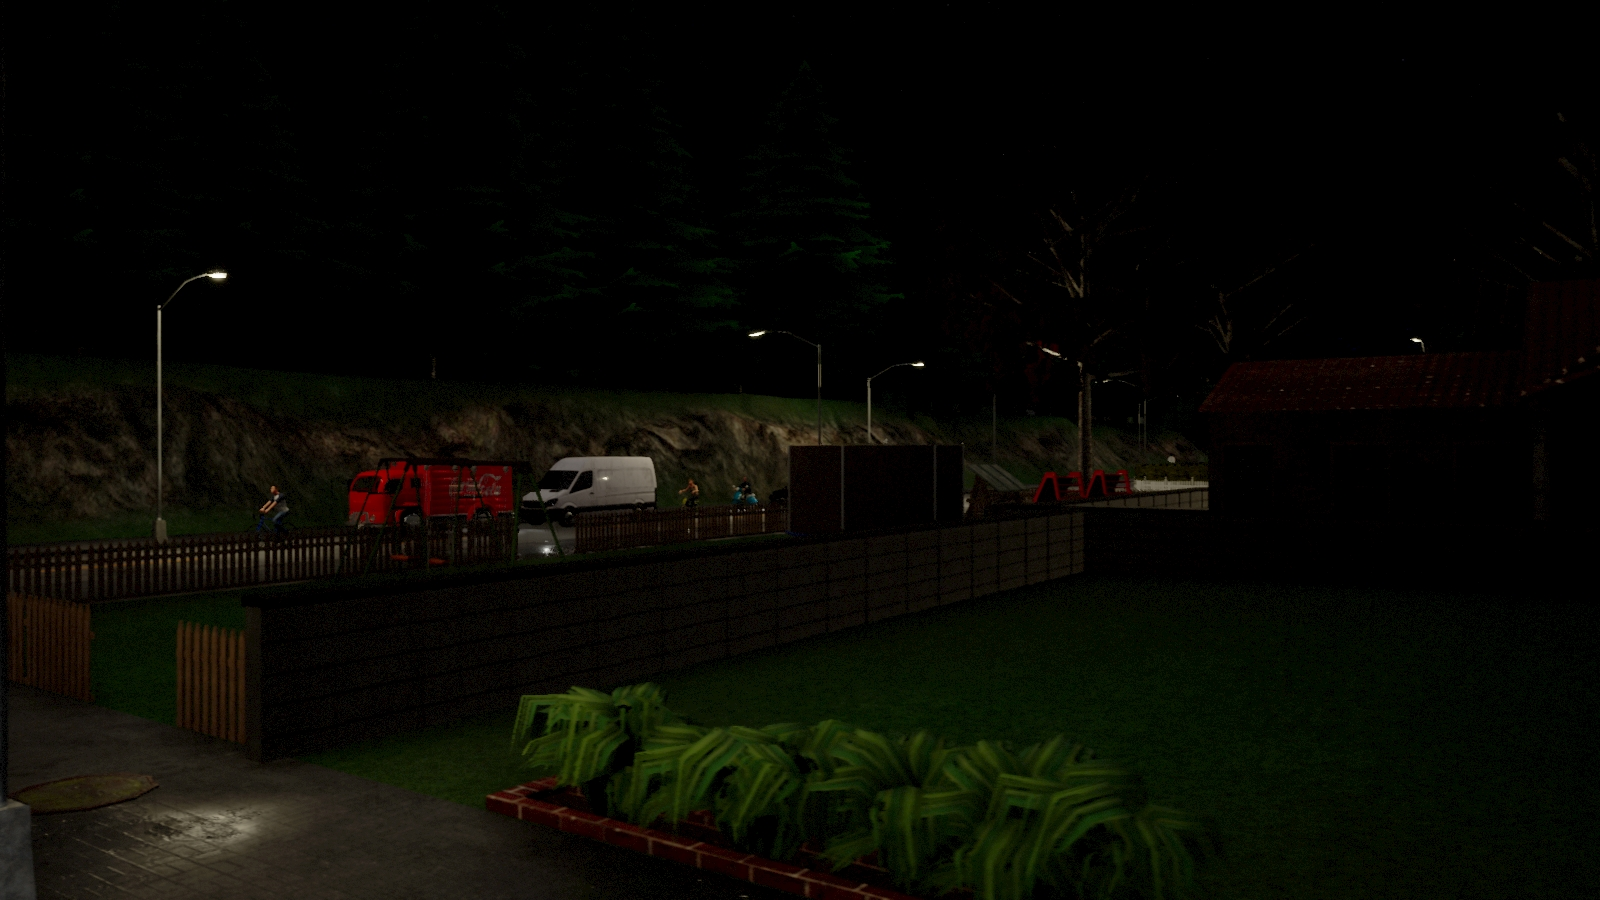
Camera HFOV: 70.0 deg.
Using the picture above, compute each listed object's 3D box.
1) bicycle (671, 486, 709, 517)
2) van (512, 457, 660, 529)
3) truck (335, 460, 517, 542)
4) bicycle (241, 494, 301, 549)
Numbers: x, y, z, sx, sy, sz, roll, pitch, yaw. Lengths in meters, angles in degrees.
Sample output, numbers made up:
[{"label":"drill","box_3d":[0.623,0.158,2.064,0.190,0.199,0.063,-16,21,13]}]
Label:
[{"label":"bicycle","box_3d":[-4.684,2.181,48.616,0.859,1.276,1.487,0,0,36]},{"label":"van","box_3d":[-8.105,1.558,43.920,1.988,2.561,5.915,0,0,35]},{"label":"truck","box_3d":[-12.301,1.591,37.941,2.627,2.467,5.204,0,0,35]},{"label":"bicycle","box_3d":[-15.462,2.079,33.429,0.373,1.496,1.643,0,0,35]}]
